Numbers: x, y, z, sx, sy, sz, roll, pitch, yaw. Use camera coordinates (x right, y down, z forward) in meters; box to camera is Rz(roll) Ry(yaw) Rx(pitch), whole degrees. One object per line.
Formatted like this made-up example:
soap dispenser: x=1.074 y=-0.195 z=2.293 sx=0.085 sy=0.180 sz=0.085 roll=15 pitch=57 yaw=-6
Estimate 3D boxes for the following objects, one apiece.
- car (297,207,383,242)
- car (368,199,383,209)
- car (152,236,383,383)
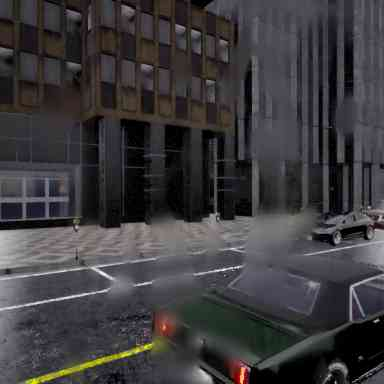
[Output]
car: x=6.687 y=1.565 z=15.285 sx=4.313 sy=1.339 sz=1.947 roll=0 pitch=0 yaw=-35
car: x=11.275 y=1.314 z=18.559 sx=5.009 sy=1.841 sz=2.192 roll=0 pitch=0 yaw=-35
car: x=1.926 y=1.600 z=4.692 sx=4.718 sy=1.301 sz=1.895 roll=0 pitch=0 yaw=-35
